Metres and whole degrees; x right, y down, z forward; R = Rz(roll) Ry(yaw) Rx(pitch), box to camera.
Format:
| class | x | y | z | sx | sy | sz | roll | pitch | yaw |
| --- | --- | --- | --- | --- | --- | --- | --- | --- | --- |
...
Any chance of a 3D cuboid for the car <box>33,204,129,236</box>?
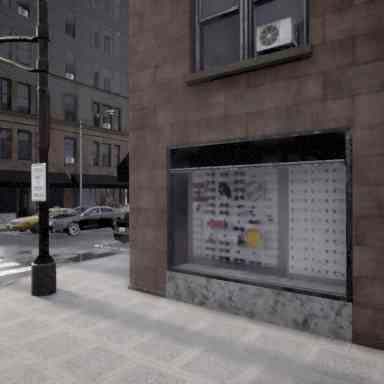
| class | x | y | z | sx | sy | sz | roll | pitch | yaw |
| --- | --- | --- | --- | --- | --- | --- | --- | --- | --- |
| car | -5.868 | 1.511 | 18.694 | 2.128 | 1.511 | 4.902 | 0 | 0 | 36 |

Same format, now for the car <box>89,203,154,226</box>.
| class | x | y | z | sx | sy | sz | roll | pitch | yaw |
| --- | --- | --- | --- | --- | --- | --- | --- | --- | --- |
| car | -5.008 | 1.585 | 24.256 | 2.008 | 1.369 | 4.403 | 0 | 0 | 35 |

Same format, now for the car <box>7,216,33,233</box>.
| class | x | y | z | sx | sy | sz | roll | pitch | yaw |
| --- | --- | --- | --- | --- | --- | --- | --- | --- | --- |
| car | -8.250 | 1.555 | 19.711 | 1.752 | 1.417 | 4.829 | 0 | 0 | 35 |

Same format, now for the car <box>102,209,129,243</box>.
| class | x | y | z | sx | sy | sz | roll | pitch | yaw |
| --- | --- | --- | --- | --- | --- | --- | --- | --- | --- |
| car | -1.622 | 1.561 | 15.182 | 1.947 | 1.339 | 4.313 | 0 | 0 | 35 |
